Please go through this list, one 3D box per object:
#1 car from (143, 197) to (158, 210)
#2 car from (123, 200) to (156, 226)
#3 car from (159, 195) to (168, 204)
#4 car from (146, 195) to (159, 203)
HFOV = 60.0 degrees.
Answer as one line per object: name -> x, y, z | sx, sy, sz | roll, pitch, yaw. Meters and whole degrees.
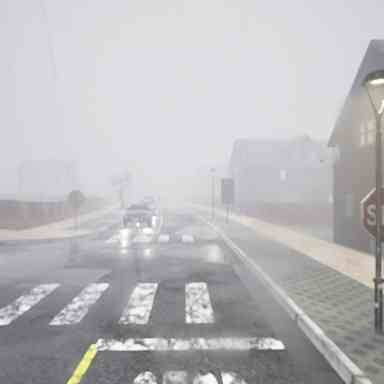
car -> -4.537, 1.545, 33.246 | 1.812, 1.442, 4.674 | 0, 0, -6
car -> -3.745, 1.540, 23.579 | 1.812, 1.442, 4.674 | 0, 0, -4
car -> -5.955, 1.388, 63.900 | 2.097, 1.767, 4.553 | 0, 0, -11
car -> -5.736, 1.375, 43.889 | 2.097, 1.767, 4.553 | 0, 0, -7
